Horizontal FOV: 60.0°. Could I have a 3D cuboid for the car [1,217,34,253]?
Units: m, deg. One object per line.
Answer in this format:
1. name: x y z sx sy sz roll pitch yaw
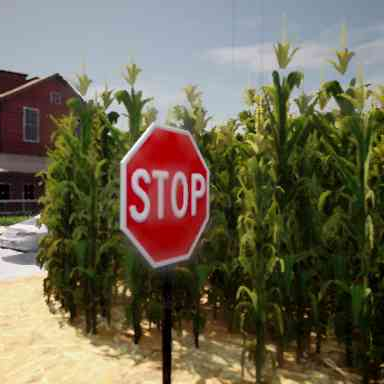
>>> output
1. car: -4.538 1.460 12.451 1.812 1.442 4.674 0 0 34
